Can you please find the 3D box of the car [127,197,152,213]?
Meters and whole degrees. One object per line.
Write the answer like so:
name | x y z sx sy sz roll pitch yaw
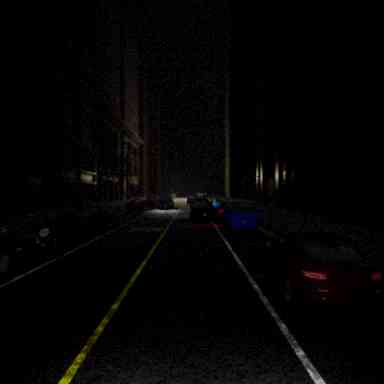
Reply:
car | -5.847 1.445 35.738 1.887 1.381 4.507 1 0 0

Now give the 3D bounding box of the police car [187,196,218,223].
police car | 0.755 1.359 25.398 1.930 1.638 5.238 0 0 -3

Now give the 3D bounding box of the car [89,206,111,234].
car | -5.848 1.497 18.864 1.887 1.381 4.507 1 0 0

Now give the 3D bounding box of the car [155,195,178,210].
car | -3.091 1.409 40.992 1.812 1.442 4.674 0 0 0

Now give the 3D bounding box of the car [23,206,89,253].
car | -5.847 1.407 13.239 1.967 1.590 4.097 1 0 0

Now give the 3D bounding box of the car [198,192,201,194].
car | 2.681 1.321 69.489 1.887 1.381 4.507 1 0 0

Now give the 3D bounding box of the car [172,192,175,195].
car | -5.843 1.168 80.733 1.967 1.590 4.097 1 0 0

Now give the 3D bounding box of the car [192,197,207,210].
car | 0.903 1.408 41.329 1.812 1.442 4.674 0 0 0

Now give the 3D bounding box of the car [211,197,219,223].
car | 2.679 1.376 24.491 1.967 1.590 4.097 1 0 0

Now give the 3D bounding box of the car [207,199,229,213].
car | 2.678 1.451 35.742 2.008 1.369 4.403 1 0 0

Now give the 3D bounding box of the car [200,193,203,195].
car | 2.680 1.366 58.239 1.887 1.381 4.507 1 0 0

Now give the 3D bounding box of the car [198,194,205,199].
car | 2.682 1.222 91.989 1.887 1.381 4.507 1 0 0

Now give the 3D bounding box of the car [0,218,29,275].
car | -5.849 1.526 7.615 1.887 1.381 4.507 1 0 0

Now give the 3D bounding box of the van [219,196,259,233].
van | 2.679 1.293 18.867 1.690 1.788 3.998 1 0 0

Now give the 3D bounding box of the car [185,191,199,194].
car | 0.007 1.148 73.810 2.033 1.411 5.357 0 0 0

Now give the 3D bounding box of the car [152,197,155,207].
car | -5.846 1.413 46.986 2.008 1.369 4.403 1 0 0

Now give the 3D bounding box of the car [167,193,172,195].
car | -5.845 1.359 69.484 1.802 1.307 4.206 1 0 0

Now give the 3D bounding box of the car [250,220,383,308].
car | 2.676 1.564 7.618 1.802 1.307 4.206 1 0 0
